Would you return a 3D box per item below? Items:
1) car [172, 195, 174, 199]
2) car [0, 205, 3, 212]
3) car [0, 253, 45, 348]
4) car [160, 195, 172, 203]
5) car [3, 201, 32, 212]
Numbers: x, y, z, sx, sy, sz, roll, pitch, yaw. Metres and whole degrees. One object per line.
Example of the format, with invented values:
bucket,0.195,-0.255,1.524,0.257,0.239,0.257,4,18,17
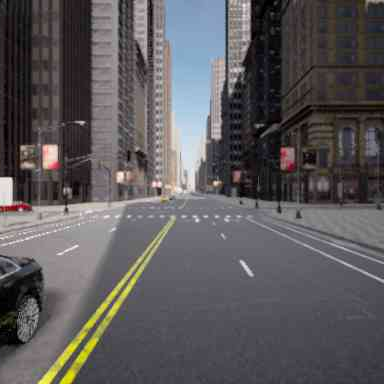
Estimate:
car,-6.485,1.820,89.684,1.895,1.301,4.718,0,0,0
car,-23.835,1.957,36.354,4.829,1.417,1.752,-1,1,0
car,-3.348,1.503,3.592,2.128,1.511,4.902,0,0,0
car,-6.487,1.688,78.930,1.882,1.535,5.008,0,0,0
car,-23.974,1.969,44.882,4.507,1.381,1.887,-1,1,0
